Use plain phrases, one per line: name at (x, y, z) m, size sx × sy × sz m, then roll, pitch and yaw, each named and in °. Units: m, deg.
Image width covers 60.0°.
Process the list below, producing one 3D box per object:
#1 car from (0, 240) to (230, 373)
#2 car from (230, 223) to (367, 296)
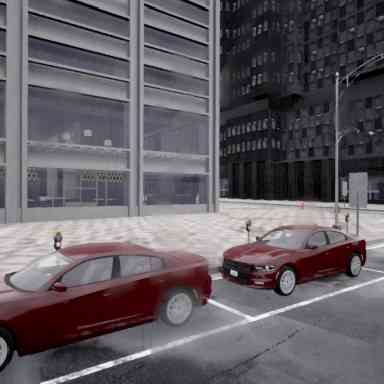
car at (-1.739, 1.545, 5.426) m, size 4.507 × 1.381 × 1.887 m, roll 0°, pitch 0°, yaw -36°
car at (2.754, 1.545, 8.642) m, size 4.507 × 1.381 × 1.887 m, roll 0°, pitch 0°, yaw -36°
